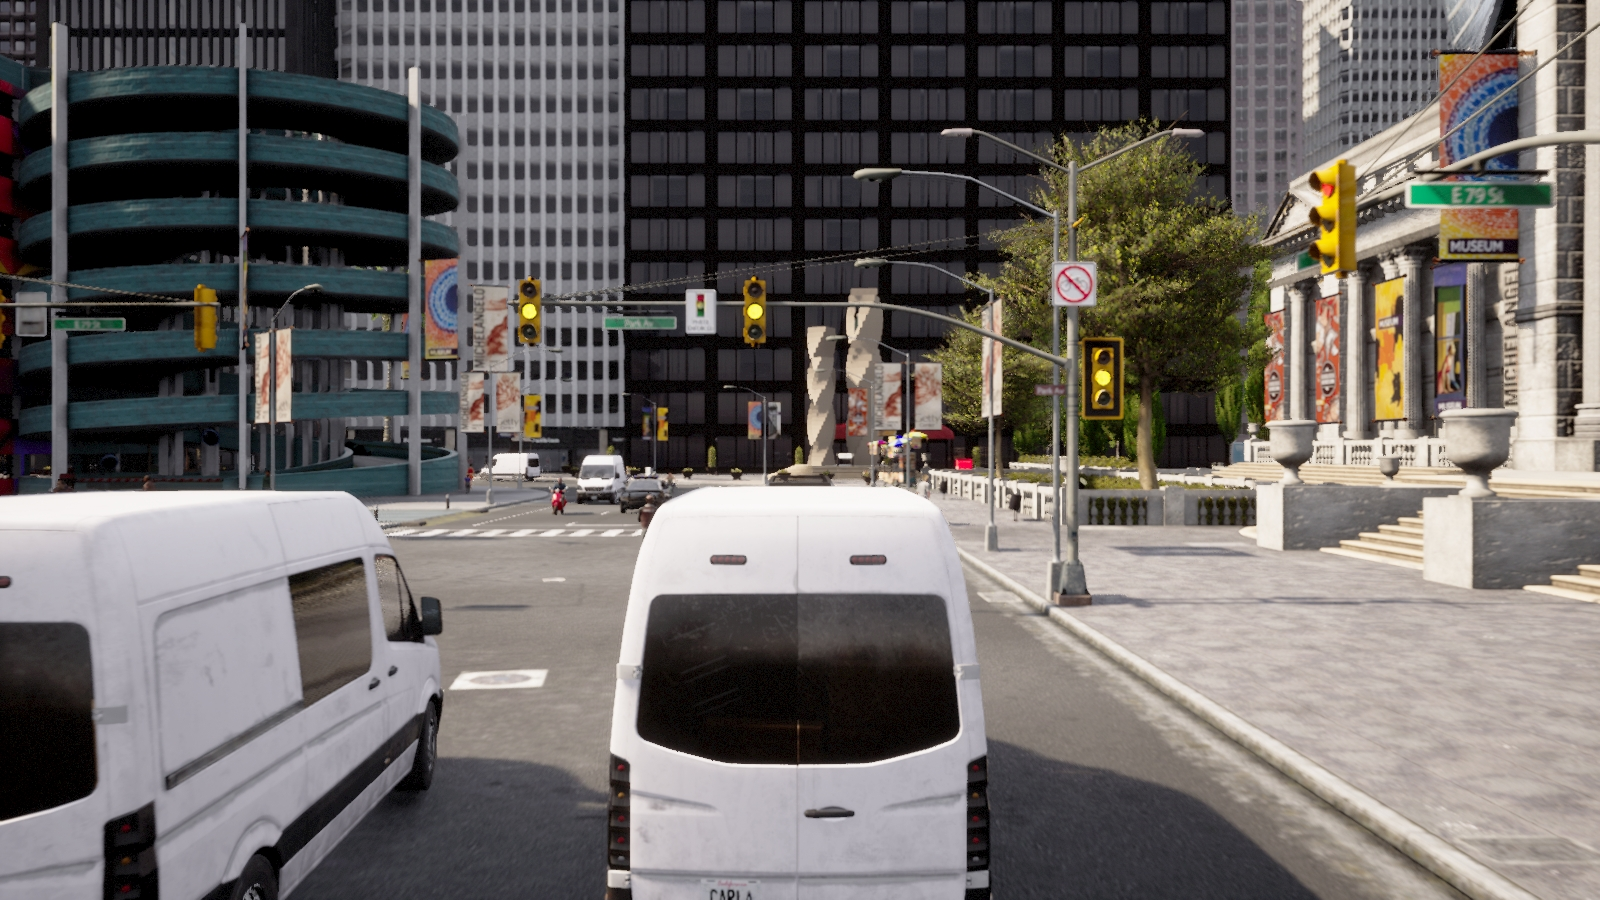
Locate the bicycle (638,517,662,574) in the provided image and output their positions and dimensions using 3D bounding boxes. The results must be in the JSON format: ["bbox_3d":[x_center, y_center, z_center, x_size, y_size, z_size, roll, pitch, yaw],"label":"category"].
[{"bbox_3d":[-3.516,2.226,26.887,0.329,1.171,1.835,0,0,0],"label":"bicycle"}]

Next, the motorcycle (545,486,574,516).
[{"bbox_3d":[-10.522,2.211,50.043,0.856,1.236,1.805,0,0,0],"label":"motorcycle"}]

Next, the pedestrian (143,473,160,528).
[{"bbox_3d":[-22.124,1.721,38.958,0.375,1.860,0.375,0,0,-1],"label":"pedestrian"}]

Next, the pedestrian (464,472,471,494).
[{"bbox_3d":[-20.181,2.016,69.404,0.375,1.300,0.375,0,0,-15],"label":"pedestrian"}]

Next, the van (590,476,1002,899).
[{"bbox_3d":[-0.010,1.540,8.465,1.988,2.561,5.915,0,0,0],"label":"van"}]

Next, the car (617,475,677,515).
[{"bbox_3d":[-6.942,2.012,52.411,2.097,1.638,5.238,0,0,-1],"label":"car"}]

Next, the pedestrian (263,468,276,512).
[{"bbox_3d":[-22.715,1.724,48.955,0.375,1.860,0.375,0,0,4],"label":"pedestrian"}]

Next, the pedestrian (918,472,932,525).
[{"bbox_3d":[4.430,1.721,40.475,0.375,1.860,0.375,0,0,34],"label":"pedestrian"}]

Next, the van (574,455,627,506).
[{"bbox_3d":[-10.644,1.570,61.281,1.988,2.561,5.915,0,0,-2],"label":"van"}]

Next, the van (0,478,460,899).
[{"bbox_3d":[-3.908,1.540,7.500,1.988,2.561,5.915,0,0,-4],"label":"van"}]

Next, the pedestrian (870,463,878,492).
[{"bbox_3d":[4.692,1.738,72.752,0.375,1.860,0.375,0,0,-20],"label":"pedestrian"}]

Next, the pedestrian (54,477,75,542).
[{"bbox_3d":[-21.212,1.716,32.943,0.375,1.860,0.375,0,0,-2],"label":"pedestrian"}]
